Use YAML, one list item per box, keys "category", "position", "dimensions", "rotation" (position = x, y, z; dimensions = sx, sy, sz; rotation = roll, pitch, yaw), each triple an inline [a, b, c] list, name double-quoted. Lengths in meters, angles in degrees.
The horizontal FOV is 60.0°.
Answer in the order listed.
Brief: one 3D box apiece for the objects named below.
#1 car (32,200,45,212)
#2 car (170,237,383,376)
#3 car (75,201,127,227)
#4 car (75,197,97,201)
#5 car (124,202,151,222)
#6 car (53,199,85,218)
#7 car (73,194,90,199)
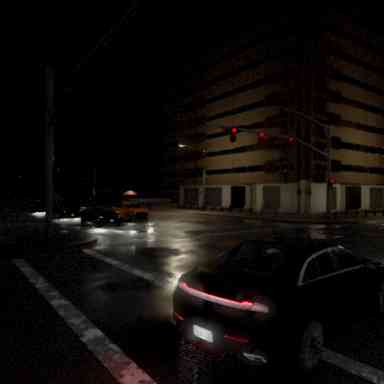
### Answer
- category: "car"
  position: [-18.002, 1.684, 40.199]
  dimensions: [1.994, 1.385, 4.181]
  rotation: [1, 0, -35]
- category: "car"
  position: [1.852, 1.541, 5.752]
  dimensions: [4.902, 1.511, 2.128]
  rotation: [1, -1, -45]
- category: "car"
  position: [-6.710, 1.646, 24.222]
  dimensions: [1.812, 1.442, 4.674]
  rotation: [1, 0, -35]
- category: "car"
  position: [-10.782, 1.652, 36.049]
  dimensions: [1.837, 1.490, 4.892]
  rotation: [1, 0, -35]
- category: "car"
  position: [-5.300, 1.624, 28.293]
  dimensions: [1.882, 1.535, 5.008]
  rotation: [1, 0, -35]
- category: "car"
  position: [-12.246, 1.668, 32.050]
  dimensions: [2.033, 1.411, 5.357]
  rotation: [1, 0, -35]
- category: "car"
  position: [-20.833, 1.424, 62.701]
  dimensions: [2.150, 2.045, 5.566]
  rotation: [1, 0, -35]
